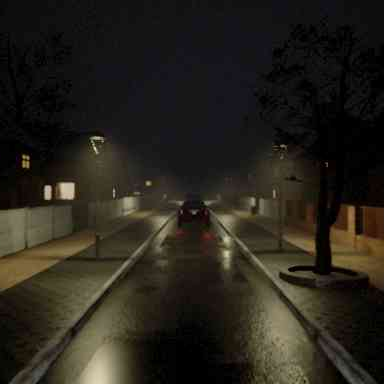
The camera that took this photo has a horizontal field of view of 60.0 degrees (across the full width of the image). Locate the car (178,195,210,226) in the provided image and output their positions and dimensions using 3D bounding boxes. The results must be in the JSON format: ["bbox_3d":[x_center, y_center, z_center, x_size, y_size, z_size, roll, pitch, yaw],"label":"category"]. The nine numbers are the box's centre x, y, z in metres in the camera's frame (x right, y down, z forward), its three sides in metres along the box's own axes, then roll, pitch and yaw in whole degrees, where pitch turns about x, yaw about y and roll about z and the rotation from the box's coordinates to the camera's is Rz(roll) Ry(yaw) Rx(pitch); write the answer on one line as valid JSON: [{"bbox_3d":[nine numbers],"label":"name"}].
[{"bbox_3d":[0.149,1.335,23.063,2.097,1.767,4.553,0,0,0],"label":"car"}]
